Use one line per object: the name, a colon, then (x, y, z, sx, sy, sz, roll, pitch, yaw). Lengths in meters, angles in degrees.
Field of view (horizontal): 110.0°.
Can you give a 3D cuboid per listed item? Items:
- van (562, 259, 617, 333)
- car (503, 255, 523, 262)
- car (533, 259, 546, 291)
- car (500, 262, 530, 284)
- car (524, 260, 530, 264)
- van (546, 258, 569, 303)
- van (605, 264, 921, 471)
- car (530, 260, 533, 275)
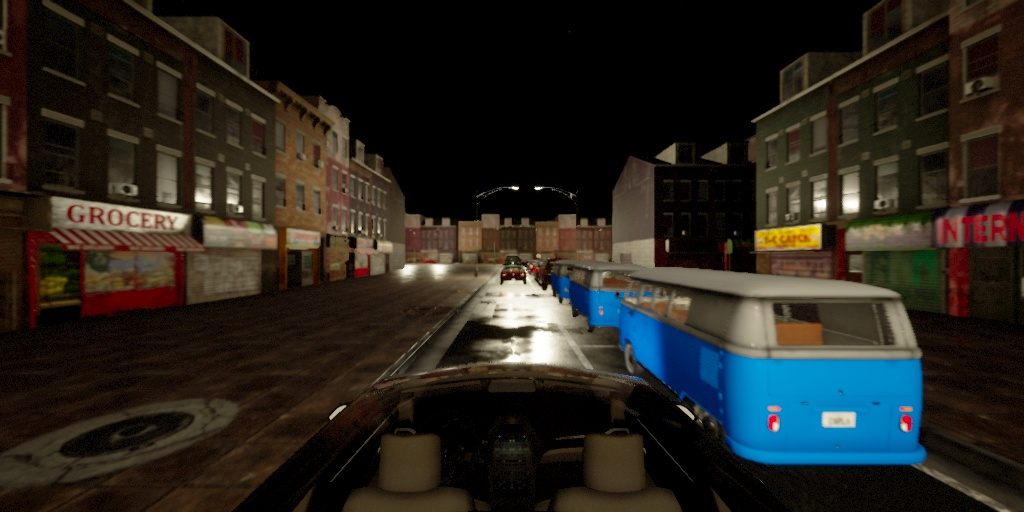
van: (2.657, 1.082, 10.422, 1.690, 1.789, 3.998, 0, 0, 0)
car: (0.095, 0.928, 45.554, 2.150, 2.045, 5.566, 0, 0, 0)
car: (2.666, 1.044, 21.742, 2.192, 1.841, 5.009, 0, 0, 0)
car: (0.094, 1.325, 26.508, 1.895, 1.301, 4.718, 0, 0, 0)
car: (2.679, 1.153, 38.722, 1.967, 1.591, 4.097, 0, 0, 0)
van: (2.662, 1.076, 16.082, 1.690, 1.789, 3.998, 0, 0, 0)
van: (2.653, 1.088, 4.762, 1.690, 1.789, 3.998, 0, 0, 0)
car: (2.670, 1.164, 27.402, 1.967, 1.591, 4.097, 0, 0, 0)
